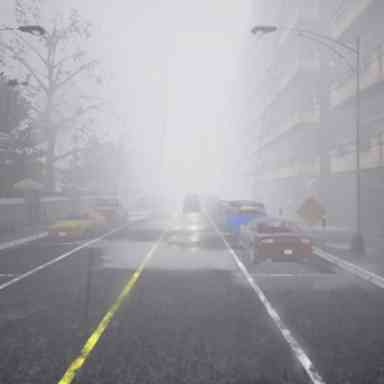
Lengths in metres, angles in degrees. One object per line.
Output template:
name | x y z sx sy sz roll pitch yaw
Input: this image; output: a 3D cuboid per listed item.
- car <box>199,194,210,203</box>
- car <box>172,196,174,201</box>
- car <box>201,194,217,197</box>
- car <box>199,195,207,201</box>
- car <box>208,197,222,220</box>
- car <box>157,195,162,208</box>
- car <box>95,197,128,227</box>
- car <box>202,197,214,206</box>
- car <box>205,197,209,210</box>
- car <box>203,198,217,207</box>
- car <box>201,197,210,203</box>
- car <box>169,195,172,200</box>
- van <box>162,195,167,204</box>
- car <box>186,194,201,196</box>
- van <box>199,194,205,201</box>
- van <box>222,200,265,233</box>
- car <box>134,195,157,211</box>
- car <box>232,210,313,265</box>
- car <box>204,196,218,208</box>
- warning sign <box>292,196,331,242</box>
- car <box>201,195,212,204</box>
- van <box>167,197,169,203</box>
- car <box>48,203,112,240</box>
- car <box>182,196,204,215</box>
car | 2.700 1.360 73.456 2.192 1.841 5.009 0 0 0
car | -5.678 1.604 90.178 1.752 1.417 4.829 0 0 0
car | 2.698 1.324 45.306 2.192 1.841 5.009 0 0 0
car | 2.701 1.508 84.716 1.967 1.590 4.097 0 0 0
car | 2.696 1.439 28.416 1.967 1.590 4.097 0 0 0
car | -5.682 1.449 45.307 1.967 1.590 4.097 0 0 0
car | -5.685 1.313 22.787 2.192 1.841 5.009 0 0 0
car | 2.698 1.565 56.566 1.887 1.381 4.507 0 0 0
car | 2.696 1.553 34.046 2.008 1.369 4.403 0 0 0
car | 2.698 1.564 50.937 2.008 1.369 4.403 0 0 0
car | 2.699 1.617 67.827 1.802 1.307 4.206 0 0 0
car | -5.681 1.587 67.827 2.008 1.369 4.403 0 0 0
van | -5.682 1.361 56.568 1.690 1.788 3.998 0 0 0
car | 0.017 1.234 46.285 2.150 2.045 5.566 0 0 0
van | 2.702 1.420 90.348 1.690 1.788 3.998 0 0 0
van | 2.695 1.338 17.155 1.690 1.788 3.998 0 0 0
car | -5.683 1.446 39.678 1.967 1.590 4.097 0 0 0
car | 2.694 1.542 11.525 1.887 1.381 4.507 0 0 0
car | 2.697 1.550 39.676 1.887 1.381 4.507 0 0 0
warning sign | 5.067 1.112 14.168 1.300 1.860 1.060 0 0 0
car | 2.699 1.467 62.196 1.967 1.590 4.097 0 0 0
van | -5.681 1.368 62.197 1.690 1.788 3.998 0 0 0
car | -5.685 1.522 16.987 1.752 1.417 4.829 0 0 0
car | 0.004 1.480 34.611 1.882 1.535 5.008 0 0 0
